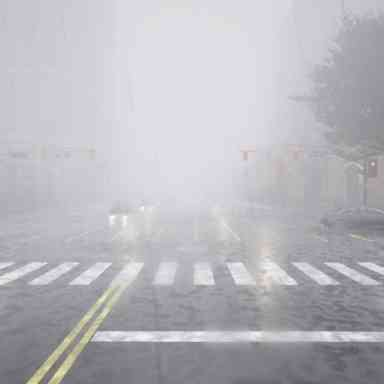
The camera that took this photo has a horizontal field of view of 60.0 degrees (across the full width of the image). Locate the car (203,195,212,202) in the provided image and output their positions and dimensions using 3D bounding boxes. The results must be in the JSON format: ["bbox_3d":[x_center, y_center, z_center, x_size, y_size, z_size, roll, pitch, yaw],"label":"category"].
[{"bbox_3d":[3.651,1.525,78.496,2.128,1.511,4.902,0,0,1],"label":"car"}]

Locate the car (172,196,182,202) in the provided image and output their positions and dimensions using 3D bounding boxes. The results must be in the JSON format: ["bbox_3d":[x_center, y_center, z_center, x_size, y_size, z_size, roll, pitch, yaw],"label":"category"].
[{"bbox_3d":[-3.380,1.552,75.468,1.994,1.385,4.181,0,0,1],"label":"car"}]

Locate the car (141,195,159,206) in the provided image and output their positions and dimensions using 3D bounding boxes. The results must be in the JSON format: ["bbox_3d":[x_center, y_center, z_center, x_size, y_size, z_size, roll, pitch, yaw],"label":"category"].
[{"bbox_3d":[-7.111,1.600,54.639,1.895,1.301,4.718,0,0,0],"label":"car"}]

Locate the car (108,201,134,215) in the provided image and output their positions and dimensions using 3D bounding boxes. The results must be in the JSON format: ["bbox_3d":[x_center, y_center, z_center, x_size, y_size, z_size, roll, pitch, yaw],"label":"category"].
[{"bbox_3d":[-7.111,1.564,33.793,1.994,1.385,4.181,0,0,0],"label":"car"}]

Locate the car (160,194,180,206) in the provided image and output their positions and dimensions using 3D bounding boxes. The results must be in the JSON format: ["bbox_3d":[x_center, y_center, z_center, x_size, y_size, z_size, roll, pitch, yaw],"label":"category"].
[{"bbox_3d":[-3.612,1.547,55.594,2.033,1.411,5.357,0,0,0],"label":"car"}]

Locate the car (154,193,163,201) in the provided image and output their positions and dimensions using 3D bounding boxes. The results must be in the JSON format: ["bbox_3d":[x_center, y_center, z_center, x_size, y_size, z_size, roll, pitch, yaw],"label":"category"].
[{"bbox_3d":[-6.943,1.224,69.159,2.150,2.045,5.566,0,0,1],"label":"car"}]

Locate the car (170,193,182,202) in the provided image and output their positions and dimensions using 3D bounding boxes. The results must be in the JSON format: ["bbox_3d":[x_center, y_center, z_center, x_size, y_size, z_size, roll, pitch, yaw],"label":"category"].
[{"bbox_3d":[-3.515,1.222,65.636,2.150,2.045,5.566,0,0,1],"label":"car"}]

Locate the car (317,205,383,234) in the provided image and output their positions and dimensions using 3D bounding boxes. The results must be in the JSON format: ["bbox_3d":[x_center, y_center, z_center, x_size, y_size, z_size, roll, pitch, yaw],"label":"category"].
[{"bbox_3d":[9.414,1.491,18.102,4.902,1.511,2.128,0,0,14],"label":"car"}]
